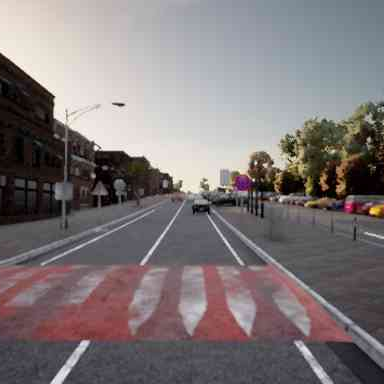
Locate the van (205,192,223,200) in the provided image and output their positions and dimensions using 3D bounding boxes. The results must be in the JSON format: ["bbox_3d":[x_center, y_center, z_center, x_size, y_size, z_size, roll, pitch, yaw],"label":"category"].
[{"bbox_3d":[5.817,0.959,87.888,4.442,1.987,1.878,0,1,0],"label":"van"}]

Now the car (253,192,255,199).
[{"bbox_3d":[18.969,1.214,85.639,5.366,1.575,1.946,0,1,0],"label":"car"}]

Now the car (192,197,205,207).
[{"bbox_3d":[0.984,1.535,52.744,1.837,1.490,4.892,0,0,0],"label":"car"}]

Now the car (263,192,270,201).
[{"bbox_3d":[18.825,1.390,74.538,4.792,1.488,2.163,0,1,0],"label":"car"}]

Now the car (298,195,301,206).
[{"bbox_3d":[18.855,1.568,49.551,4.792,1.488,2.163,0,0,0],"label":"car"}]

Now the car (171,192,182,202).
[{"bbox_3d":[-3.238,1.102,70.971,2.150,2.045,5.566,0,1,0],"label":"car"}]

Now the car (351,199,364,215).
[{"bbox_3d":[18.843,1.680,32.899,4.674,1.452,2.002,0,0,0],"label":"car"}]

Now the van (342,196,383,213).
[{"bbox_3d":[18.959,1.397,35.672,4.442,1.987,1.878,0,0,0],"label":"van"}]

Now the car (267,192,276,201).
[{"bbox_3d":[18.987,1.410,68.983,5.366,1.575,1.946,0,0,0],"label":"car"}]

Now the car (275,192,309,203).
[{"bbox_3d":[18.784,1.220,60.652,5.566,2.045,2.435,0,0,0],"label":"car"}]

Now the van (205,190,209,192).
[{"bbox_3d":[5.827,1.076,79.481,4.442,1.987,1.878,0,1,0],"label":"van"}]

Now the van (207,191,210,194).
[{"bbox_3d":[5.611,1.213,65.459,4.442,1.987,1.878,0,0,0],"label":"van"}]

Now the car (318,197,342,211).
[{"bbox_3d":[18.807,1.619,41.224,4.792,1.488,2.163,0,0,0],"label":"car"}]

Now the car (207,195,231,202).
[{"bbox_3d":[5.750,1.424,71.066,4.792,1.488,2.163,0,0,0],"label":"car"}]

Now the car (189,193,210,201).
[{"bbox_3d":[0.982,1.420,46.706,2.097,1.767,4.553,0,0,0],"label":"car"}]

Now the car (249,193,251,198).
[{"bbox_3d":[18.808,0.927,88.412,5.566,2.045,2.435,0,1,0],"label":"car"}]

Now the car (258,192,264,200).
[{"bbox_3d":[18.764,1.077,77.309,5.566,2.045,2.435,0,1,0],"label":"car"}]

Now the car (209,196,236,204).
[{"bbox_3d":[5.725,1.457,62.654,5.008,1.535,2.097,0,0,0],"label":"car"}]

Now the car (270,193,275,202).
[{"bbox_3d":[18.801,1.435,66.205,5.008,1.535,2.097,0,0,0],"label":"car"}]

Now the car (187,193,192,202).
[{"bbox_3d":[0.012,1.362,72.349,1.812,1.442,4.674,0,1,0],"label":"car"}]

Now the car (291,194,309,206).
[{"bbox_3d":[18.829,1.523,52.326,4.892,1.521,2.231,0,0,0],"label":"car"}]

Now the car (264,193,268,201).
[{"bbox_3d":[18.770,1.421,71.755,4.792,1.488,2.163,0,1,0],"label":"car"}]

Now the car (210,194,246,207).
[{"bbox_3d":[5.556,1.505,54.244,5.366,1.575,1.946,0,0,0],"label":"car"}]

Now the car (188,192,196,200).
[{"bbox_3d":[0.015,1.029,87.338,2.097,1.767,4.553,0,1,0],"label":"car"}]

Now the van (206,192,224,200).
[{"bbox_3d":[5.820,0.998,85.085,4.442,1.987,1.878,0,1,0],"label":"van"}]

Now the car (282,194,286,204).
[{"bbox_3d":[18.821,1.488,57.877,5.008,1.535,2.097,0,0,0],"label":"car"}]

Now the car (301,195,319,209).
[{"bbox_3d":[18.644,1.552,46.775,5.366,1.575,1.946,0,0,0],"label":"car"}]

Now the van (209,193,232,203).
[{"bbox_3d":[5.841,1.191,68.261,4.442,1.987,1.878,0,0,0],"label":"van"}]

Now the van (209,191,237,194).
[{"bbox_3d":[5.851,1.249,59.849,4.442,1.987,1.878,0,0,0],"label":"van"}]

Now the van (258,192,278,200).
[{"bbox_3d":[18.903,1.030,82.862,4.442,1.987,1.878,0,1,0],"label":"van"}]

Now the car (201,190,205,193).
[{"bbox_3d":[5.679,1.011,82.281,5.566,2.045,2.435,0,1,0],"label":"car"}]

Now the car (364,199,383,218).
[{"bbox_3d":[18.844,1.657,30.121,5.008,1.535,2.097,0,0,0],"label":"car"}]

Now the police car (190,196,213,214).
[{"bbox_3d":[0.981,1.553,36.834,1.930,1.638,5.238,0,0,0],"label":"police car"}]

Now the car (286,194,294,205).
[{"bbox_3d":[18.825,1.505,55.101,5.008,1.535,2.097,0,0,0],"label":"car"}]
